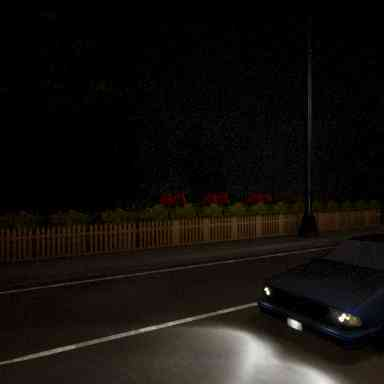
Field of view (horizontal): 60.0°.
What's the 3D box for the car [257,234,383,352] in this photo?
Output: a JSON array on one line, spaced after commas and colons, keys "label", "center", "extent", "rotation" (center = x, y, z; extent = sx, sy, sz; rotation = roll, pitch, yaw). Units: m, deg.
[{"label": "car", "center": [3.766, 1.547, 6.268], "extent": [5.357, 1.411, 2.033], "rotation": [0, 0, -32]}]
